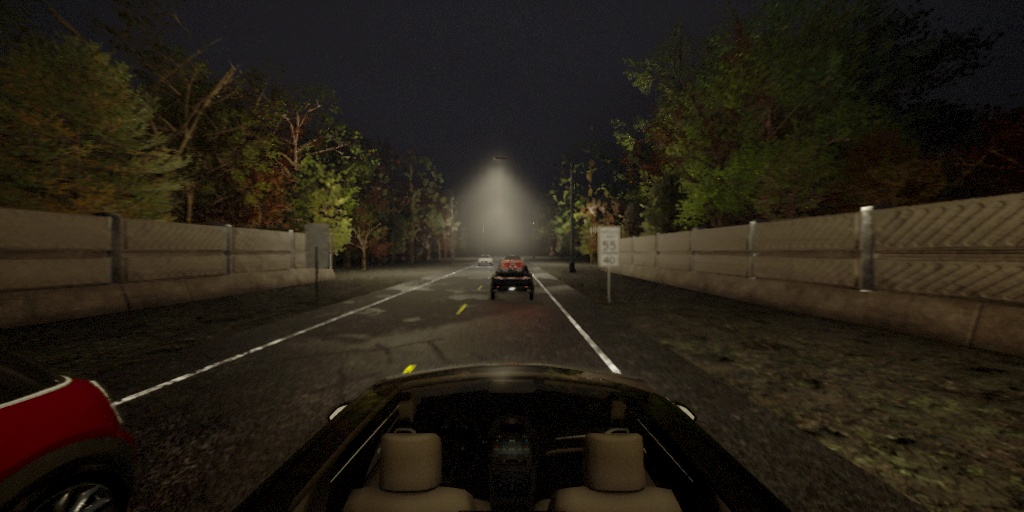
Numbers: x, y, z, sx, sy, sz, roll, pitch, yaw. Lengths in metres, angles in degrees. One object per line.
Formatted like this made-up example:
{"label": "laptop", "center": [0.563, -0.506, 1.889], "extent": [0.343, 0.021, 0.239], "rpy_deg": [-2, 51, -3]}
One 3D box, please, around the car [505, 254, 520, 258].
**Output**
{"label": "car", "center": [0.084, 0.612, 35.378], "extent": [2.097, 1.767, 4.553], "rpy_deg": [0, 1, 0]}

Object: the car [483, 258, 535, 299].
{"label": "car", "center": [0.017, 1.036, 16.434], "extent": [2.128, 1.511, 4.902], "rpy_deg": [0, 1, 0]}

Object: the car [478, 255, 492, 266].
{"label": "car", "center": [-3.549, 0.581, 48.336], "extent": [1.812, 1.442, 4.674], "rpy_deg": [0, 1, 0]}

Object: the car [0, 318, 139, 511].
{"label": "car", "center": [-3.600, 1.118, 0.436], "extent": [2.097, 1.767, 4.553], "rpy_deg": [0, 1, 0]}
